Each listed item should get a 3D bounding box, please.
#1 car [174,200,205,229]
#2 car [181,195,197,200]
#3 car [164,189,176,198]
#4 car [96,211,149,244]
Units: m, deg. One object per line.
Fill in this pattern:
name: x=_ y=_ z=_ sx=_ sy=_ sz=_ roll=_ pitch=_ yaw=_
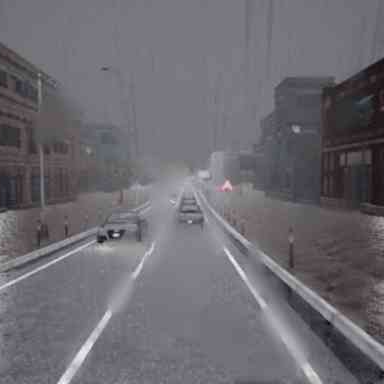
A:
car: x=-0.152 y=1.545 z=22.478 sx=2.128 sy=1.511 sz=4.902 roll=0 pitch=1 yaw=-1
car: x=-0.379 y=1.076 z=40.788 sx=2.128 sy=1.511 sz=4.902 roll=0 pitch=2 yaw=-1
car: x=-3.737 y=0.221 z=57.580 sx=2.128 sy=1.511 sz=4.902 roll=0 pitch=3 yaw=0
car: x=-3.273 y=1.659 z=16.314 sx=1.994 sy=1.385 sz=4.181 roll=0 pitch=0 yaw=-1
